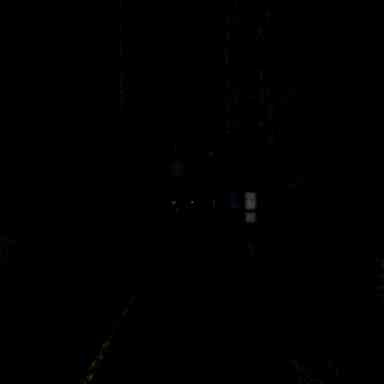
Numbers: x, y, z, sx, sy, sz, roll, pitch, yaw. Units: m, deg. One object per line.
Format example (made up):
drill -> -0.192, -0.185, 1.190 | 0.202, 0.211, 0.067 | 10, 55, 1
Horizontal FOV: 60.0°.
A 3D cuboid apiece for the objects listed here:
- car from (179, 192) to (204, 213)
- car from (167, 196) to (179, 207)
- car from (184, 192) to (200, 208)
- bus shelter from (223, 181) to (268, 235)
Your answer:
car -> 0.058, 1.095, 34.553 | 2.150, 2.045, 5.566 | 0, 0, 1
car -> -2.506, 1.315, 47.835 | 2.128, 1.511, 4.902 | 0, 0, 0
car -> 0.021, 1.051, 46.637 | 2.150, 2.045, 5.566 | 0, 1, 0
bus shelter -> 2.878, 0.808, 18.748 | 1.920, 2.740, 3.880 | 0, 0, 0
